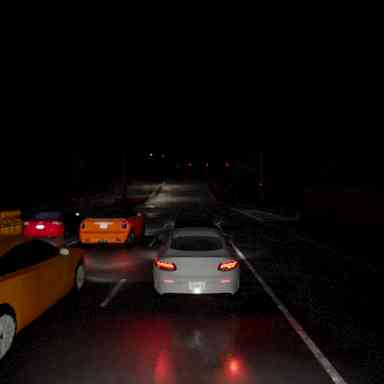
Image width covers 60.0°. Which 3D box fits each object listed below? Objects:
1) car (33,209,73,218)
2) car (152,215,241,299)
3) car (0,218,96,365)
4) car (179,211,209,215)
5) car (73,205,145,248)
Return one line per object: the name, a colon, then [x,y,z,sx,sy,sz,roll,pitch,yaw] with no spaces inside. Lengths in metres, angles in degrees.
car: [-6.906,1.564,17.145,1.994,1.385,4.181,0,0,0]
car: [0.094,1.526,8.301,1.812,1.442,4.674,0,0,0]
car: [-3.403,1.478,5.777,1.882,1.535,5.008,0,0,0]
car: [0.094,1.601,17.189,1.895,1.301,4.718,0,0,0]
car: [-3.406,1.352,14.950,2.097,1.767,4.553,0,0,0]
